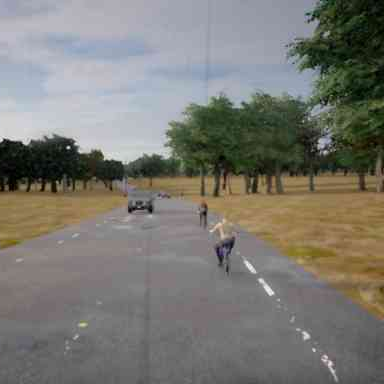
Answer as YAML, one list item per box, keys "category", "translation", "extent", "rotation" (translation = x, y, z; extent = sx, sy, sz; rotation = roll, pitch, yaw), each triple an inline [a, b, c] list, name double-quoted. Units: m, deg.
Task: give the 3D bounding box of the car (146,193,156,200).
- category: "car"
  translation: [-8.666, 0.858, 70.342]
  extent: [1.895, 1.301, 4.718]
  rotation: [0, 1, -8]

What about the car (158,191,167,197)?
- category: "car"
  translation: [-7.894, 0.527, 87.441]
  extent: [1.882, 1.535, 5.008]
  rotation: [0, 1, -10]

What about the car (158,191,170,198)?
- category: "car"
  translation: [-6.213, 0.773, 77.518]
  extent: [1.895, 1.301, 4.718]
  rotation: [0, 1, -9]

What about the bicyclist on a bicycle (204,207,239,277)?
- category: "bicyclist on a bicycle"
  translation: [0.864, 1.320, 8.849]
  extent: [0.866, 1.612, 1.509]
  rotation: [0, 1, -2]

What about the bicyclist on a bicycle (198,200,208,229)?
- category: "bicyclist on a bicycle"
  translation: [0.600, 1.235, 17.559]
  extent: [0.582, 1.620, 1.656]
  rotation: [0, 0, -2]

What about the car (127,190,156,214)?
- category: "car"
  translation: [-4.645, 0.879, 30.914]
  extent: [2.150, 2.045, 5.566]
  rotation: [0, 0, -4]
